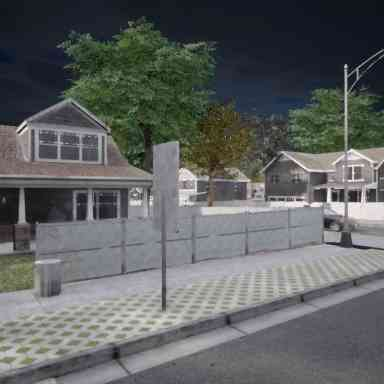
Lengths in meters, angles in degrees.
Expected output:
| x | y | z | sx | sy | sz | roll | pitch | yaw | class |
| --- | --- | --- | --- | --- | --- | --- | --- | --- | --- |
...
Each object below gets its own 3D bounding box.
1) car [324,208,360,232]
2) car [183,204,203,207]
| x | y | z | sx | sy | sz | roll | pitch | yaw | class |
| --- | --- | --- | --- | --- | --- | --- | --- | --- | --- |
| 8.280 | 1.728 | 21.442 | 1.812 | 1.442 | 4.674 | 0 | 0 | -36 | car |
| 0.294 | 1.952 | 32.530 | 1.812 | 1.442 | 4.674 | 0 | -1 | -36 | car |
